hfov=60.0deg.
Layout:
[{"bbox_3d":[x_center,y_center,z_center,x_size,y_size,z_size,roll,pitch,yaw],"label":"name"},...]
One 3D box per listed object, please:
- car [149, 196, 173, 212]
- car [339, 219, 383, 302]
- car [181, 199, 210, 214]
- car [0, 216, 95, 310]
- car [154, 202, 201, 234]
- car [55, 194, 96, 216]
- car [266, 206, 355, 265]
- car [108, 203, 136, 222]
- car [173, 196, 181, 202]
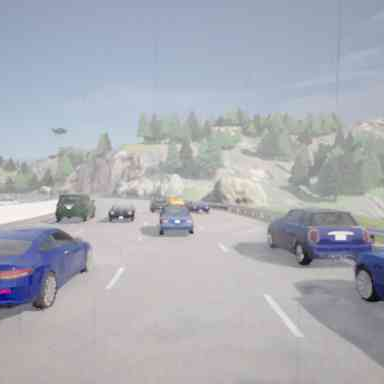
[{"bbox_3d":[-3.714,1.401,36.978,2.128,1.511,4.902,0,0,-11],"label":"car"},{"bbox_3d":[4.473,1.464,5.200,1.882,1.535,5.008,0,0,-2],"label":"car"},{"bbox_3d":[0.440,1.517,34.157,1.895,1.301,4.718,0,0,-11],"label":"car"},{"bbox_3d":[-3.668,1.507,7.607,1.812,1.442,4.674,0,0,-2],"label":"car"},{"bbox_3d":[-0.963,1.501,18.896,2.033,1.411,5.357,0,0,-6],"label":"car"},{"bbox_3d":[-8.828,1.160,25.544,2.150,2.045,5.566,0,0,-8],"label":"car"},{"bbox_3d":[4.169,1.321,11.723,2.097,1.767,4.553,0,0,-4],"label":"car"},{"bbox_3d":[-5.368,1.537,26.045,1.895,1.301,4.718,0,0,-8],"label":"car"},{"bbox_3d":[-2.710,1.357,48.912,1.882,1.535,5.008,0,0,-16],"label":"car"}]
